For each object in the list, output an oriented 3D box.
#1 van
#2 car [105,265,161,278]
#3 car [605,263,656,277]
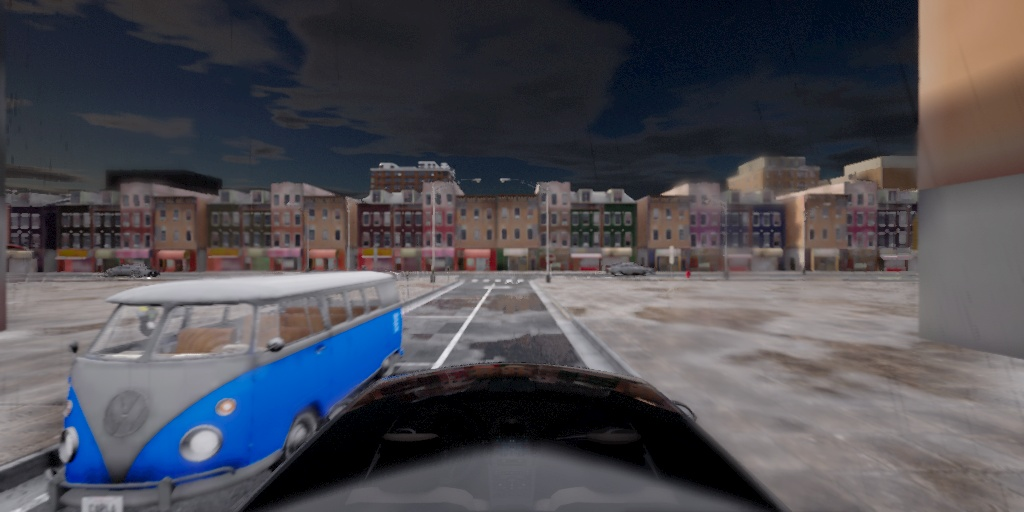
[{"bbox_3d":[-2.638,1.104,4.410,1.690,1.789,3.998,0,0,0],"label":"van"},{"bbox_3d":[-38.353,1.579,36.324,4.181,1.385,1.994,0,0,0],"label":"car"},{"bbox_3d":[11.918,1.450,36.168,4.902,1.511,2.128,0,0,0],"label":"car"}]
